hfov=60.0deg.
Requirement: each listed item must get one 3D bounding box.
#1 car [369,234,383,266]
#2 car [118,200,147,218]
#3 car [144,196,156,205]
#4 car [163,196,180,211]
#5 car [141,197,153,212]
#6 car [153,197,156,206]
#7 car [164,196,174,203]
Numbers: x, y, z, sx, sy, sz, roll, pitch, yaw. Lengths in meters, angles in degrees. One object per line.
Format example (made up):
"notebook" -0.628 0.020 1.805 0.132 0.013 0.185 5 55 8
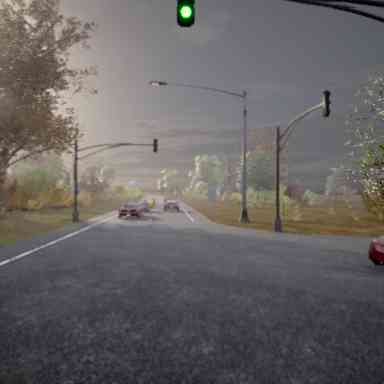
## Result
"car" 7.601 1.642 10.429 4.181 1.385 1.994 0 0 -26
"car" -5.483 1.636 30.224 1.895 1.301 4.718 0 0 -4
"car" -7.581 1.570 60.172 1.882 1.535 5.008 0 0 -5
"car" -2.638 1.607 42.542 1.812 1.442 4.674 0 0 -4
"car" -6.085 1.617 39.396 1.994 1.385 4.181 0 0 -4
"car" -6.771 1.550 49.750 1.882 1.535 5.008 0 0 -4
"car" -5.180 1.664 73.483 2.128 1.511 4.902 0 0 -5
